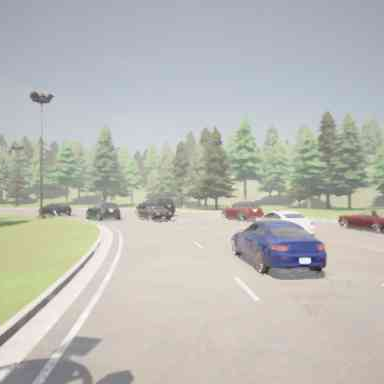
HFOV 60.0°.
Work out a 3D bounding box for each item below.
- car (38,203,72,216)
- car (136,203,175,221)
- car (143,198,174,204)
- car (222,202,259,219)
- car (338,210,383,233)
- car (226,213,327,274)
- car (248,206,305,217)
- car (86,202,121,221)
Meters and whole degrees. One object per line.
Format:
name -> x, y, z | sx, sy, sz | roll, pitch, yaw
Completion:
car -> -16.234, 2.045, 39.316 | 4.892, 1.490, 1.837 | 0, -1, 33
car -> -3.613, 1.987, 31.151 | 1.895, 1.301, 4.718 | 0, -1, -31
car -> -4.154, 1.691, 37.871 | 2.150, 2.045, 5.566 | 1, -1, -40
car -> 4.608, 1.699, 30.959 | 2.097, 1.767, 4.553 | 0, -1, -24
car -> 11.461, 1.802, 21.141 | 1.895, 1.301, 4.718 | 0, -1, -12
car -> 2.657, 1.645, 10.965 | 1.812, 1.442, 4.674 | 0, 0, -7
car -> 4.940, 1.722, 18.304 | 1.812, 1.442, 4.674 | 0, -1, -12
car -> -8.551, 1.769, 31.914 | 2.097, 1.767, 4.553 | 0, -1, -36
